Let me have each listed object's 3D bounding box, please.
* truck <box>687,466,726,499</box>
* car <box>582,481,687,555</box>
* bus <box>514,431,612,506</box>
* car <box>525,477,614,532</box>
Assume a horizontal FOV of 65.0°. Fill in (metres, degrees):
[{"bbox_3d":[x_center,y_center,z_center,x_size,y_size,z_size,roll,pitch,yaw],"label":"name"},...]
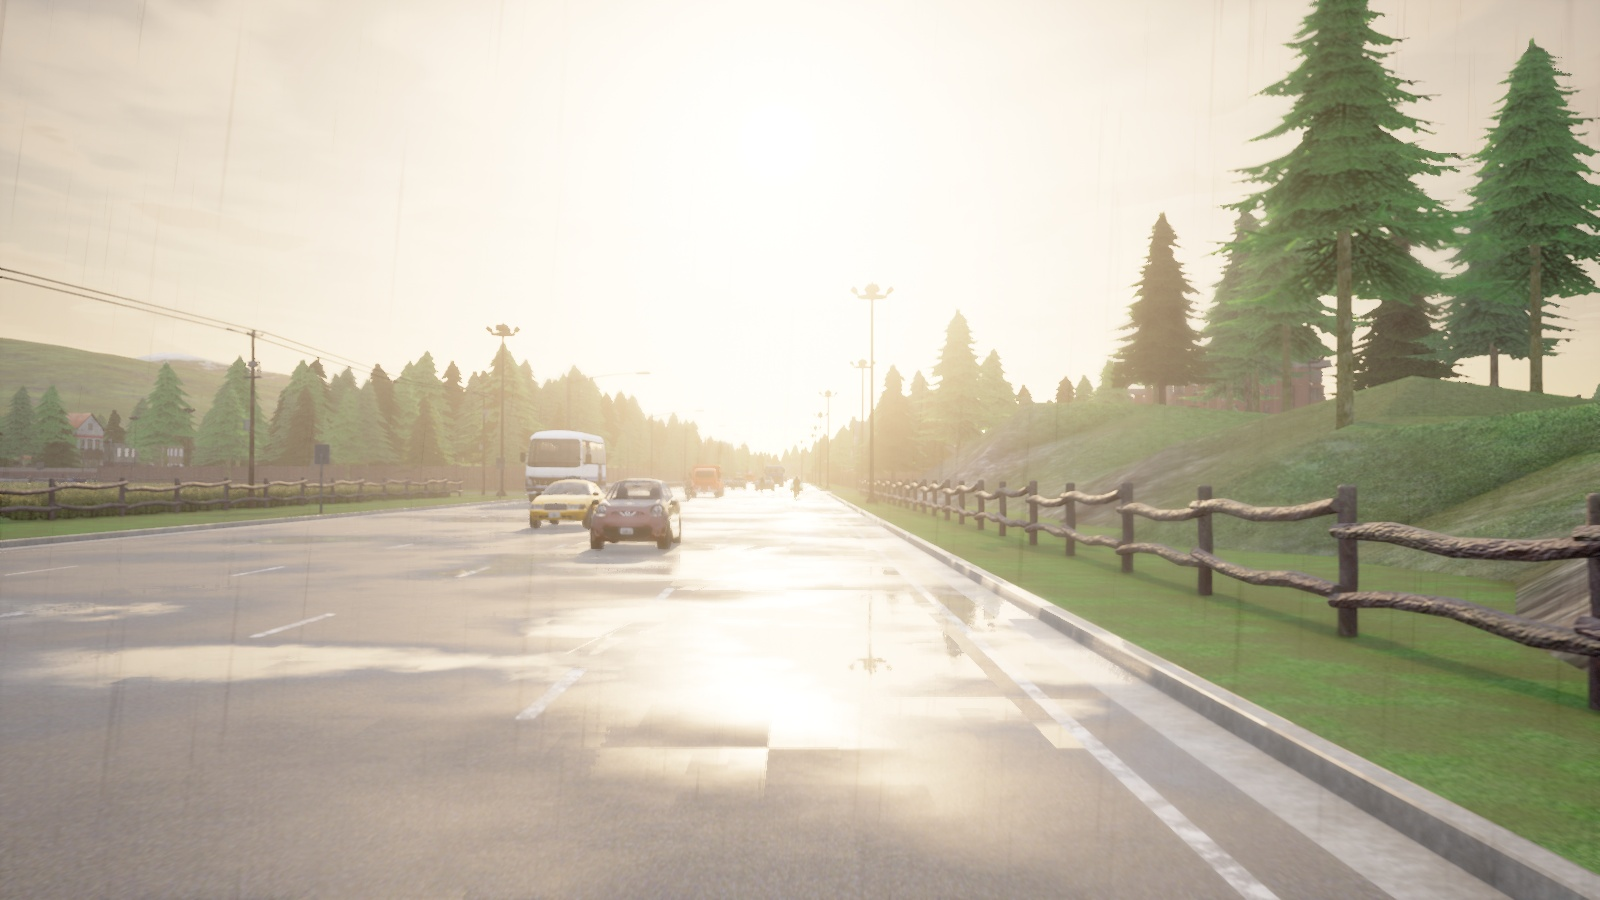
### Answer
[{"bbox_3d":[-7.246,2.480,97.640,2.627,2.467,5.204,0,-1,0],"label":"truck"},{"bbox_3d":[-3.569,1.451,27.685,1.845,1.501,3.633,0,-1,0],"label":"car"},{"bbox_3d":[-14.100,1.145,75.729,3.944,4.253,10.273,0,-1,0],"label":"bus"},{"bbox_3d":[-7.097,1.639,39.127,1.801,1.575,5.366,0,-1,0],"label":"car"}]
